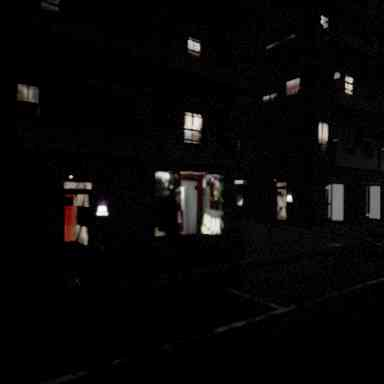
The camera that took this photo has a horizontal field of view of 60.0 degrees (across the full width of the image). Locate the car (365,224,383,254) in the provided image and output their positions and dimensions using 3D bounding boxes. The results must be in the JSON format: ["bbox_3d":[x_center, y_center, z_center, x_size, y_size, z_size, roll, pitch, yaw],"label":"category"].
[{"bbox_3d":[8.114,1.568,12.289,4.403,1.369,2.008,0,1,-35],"label":"car"}]
